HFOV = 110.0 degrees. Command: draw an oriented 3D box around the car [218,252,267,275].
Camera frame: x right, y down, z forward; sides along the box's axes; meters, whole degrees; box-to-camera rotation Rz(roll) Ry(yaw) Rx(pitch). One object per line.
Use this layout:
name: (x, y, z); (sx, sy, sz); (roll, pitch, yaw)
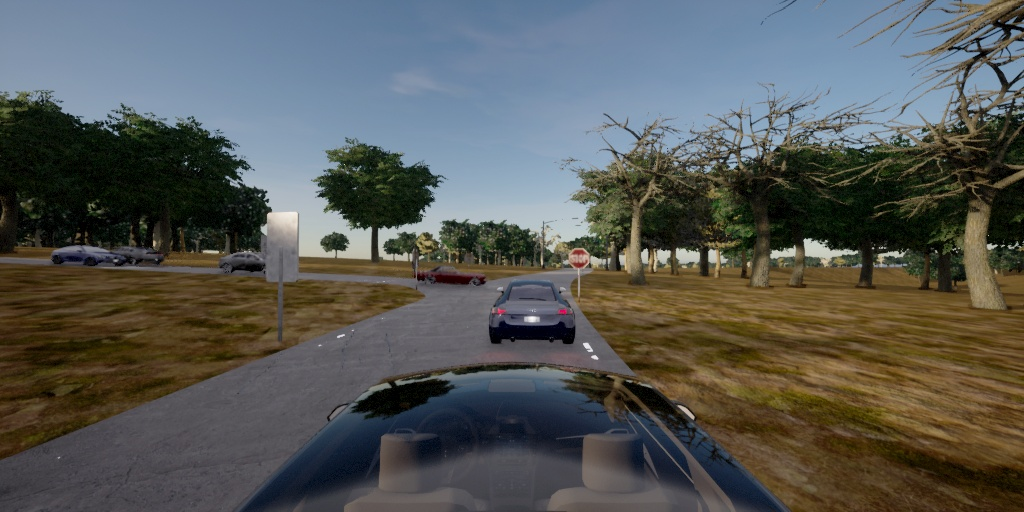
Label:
car: (-17.512, 0.529, 24.720); (4.902, 1.511, 2.128); (2, -1, 7)

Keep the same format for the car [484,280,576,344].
car: (0.522, 1.319, 9.624); (1.994, 1.385, 4.181); (0, 0, 3)

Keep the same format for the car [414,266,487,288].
car: (-4.070, 1.361, 24.202); (4.718, 1.301, 1.895); (4, -1, -9)

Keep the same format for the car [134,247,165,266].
car: (-31.449, -0.011, 29.576); (4.902, 1.511, 2.128); (2, -1, 7)

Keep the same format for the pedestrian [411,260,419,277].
pedestrian: (-8.152, 0.850, 30.015); (0.375, 1.860, 0.375); (0, -4, 7)

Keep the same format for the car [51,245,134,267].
car: (-31.074, -0.026, 26.322); (4.674, 1.442, 1.812); (3, -1, 7)
